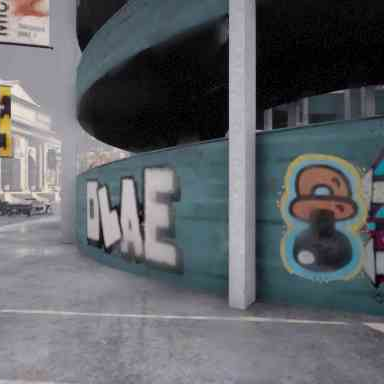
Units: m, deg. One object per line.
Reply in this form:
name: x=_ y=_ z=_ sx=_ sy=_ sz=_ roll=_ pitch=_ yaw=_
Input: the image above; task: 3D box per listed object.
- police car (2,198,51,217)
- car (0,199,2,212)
police car: x=-15.446 y=1.429 z=32.059 sx=1.930 sy=1.638 sz=5.238 roll=0 pitch=0 yaw=5
car: x=-19.047 y=1.224 z=30.491 sx=2.150 sy=2.045 sz=5.566 roll=0 pitch=0 yaw=5
